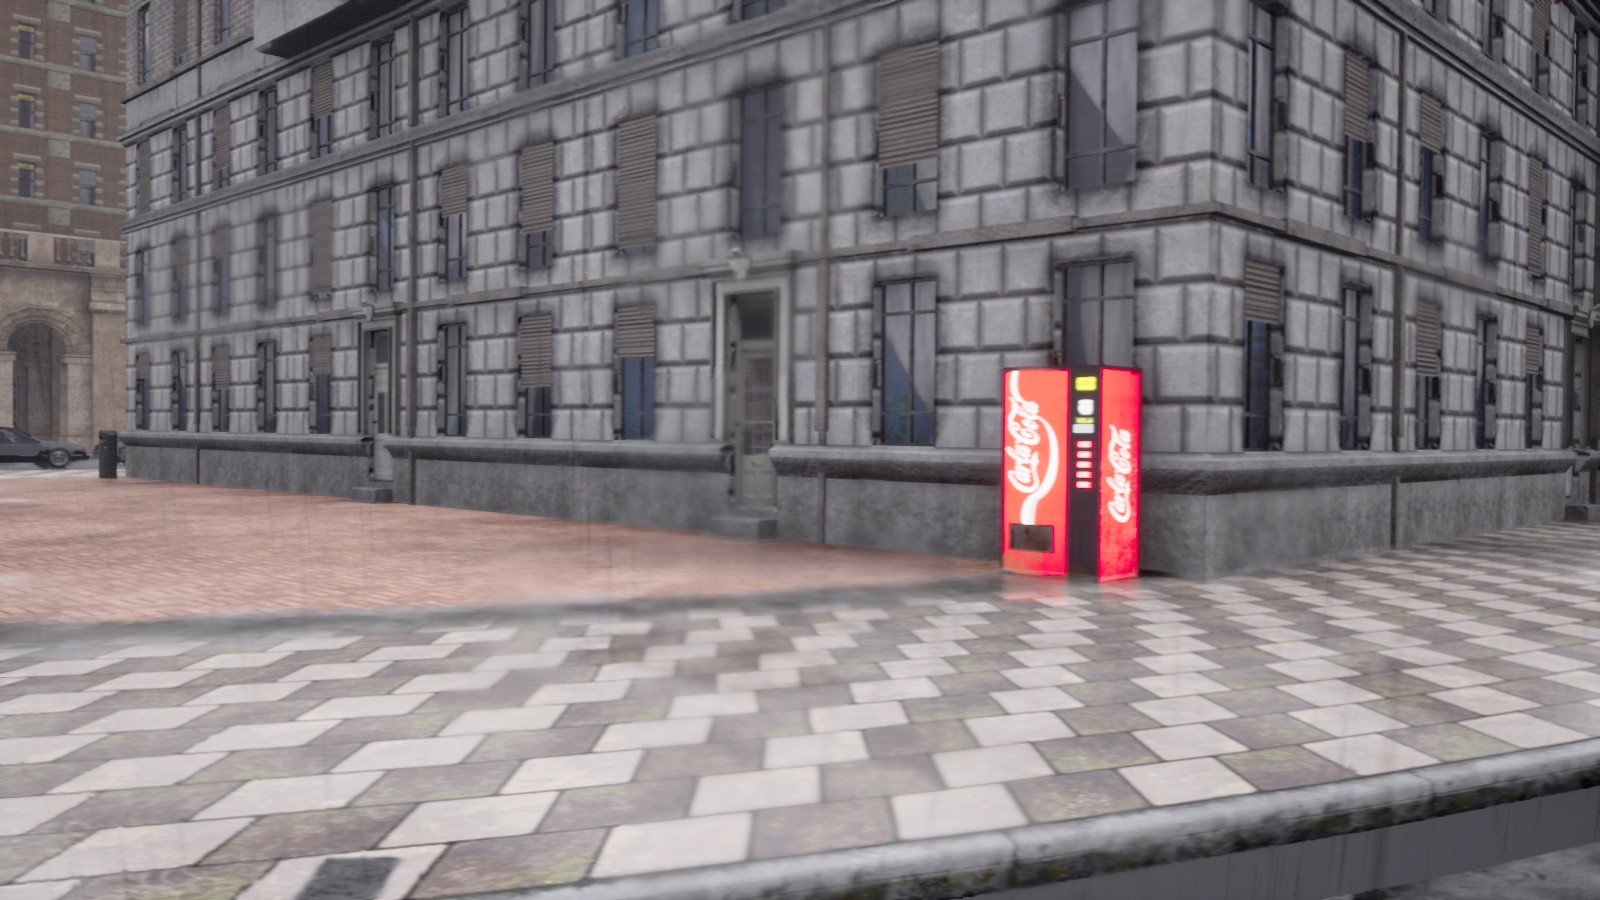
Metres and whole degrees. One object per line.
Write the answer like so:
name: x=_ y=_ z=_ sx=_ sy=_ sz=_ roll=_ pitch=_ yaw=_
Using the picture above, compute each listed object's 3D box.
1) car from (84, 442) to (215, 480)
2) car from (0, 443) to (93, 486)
car: x=-25.686 y=0.395 z=49.649 sx=1.994 sy=1.385 sz=4.181 roll=0 pitch=1 yaw=44
car: x=-27.422 y=0.501 z=42.841 sx=2.033 sy=1.411 sz=5.357 roll=0 pitch=1 yaw=44
